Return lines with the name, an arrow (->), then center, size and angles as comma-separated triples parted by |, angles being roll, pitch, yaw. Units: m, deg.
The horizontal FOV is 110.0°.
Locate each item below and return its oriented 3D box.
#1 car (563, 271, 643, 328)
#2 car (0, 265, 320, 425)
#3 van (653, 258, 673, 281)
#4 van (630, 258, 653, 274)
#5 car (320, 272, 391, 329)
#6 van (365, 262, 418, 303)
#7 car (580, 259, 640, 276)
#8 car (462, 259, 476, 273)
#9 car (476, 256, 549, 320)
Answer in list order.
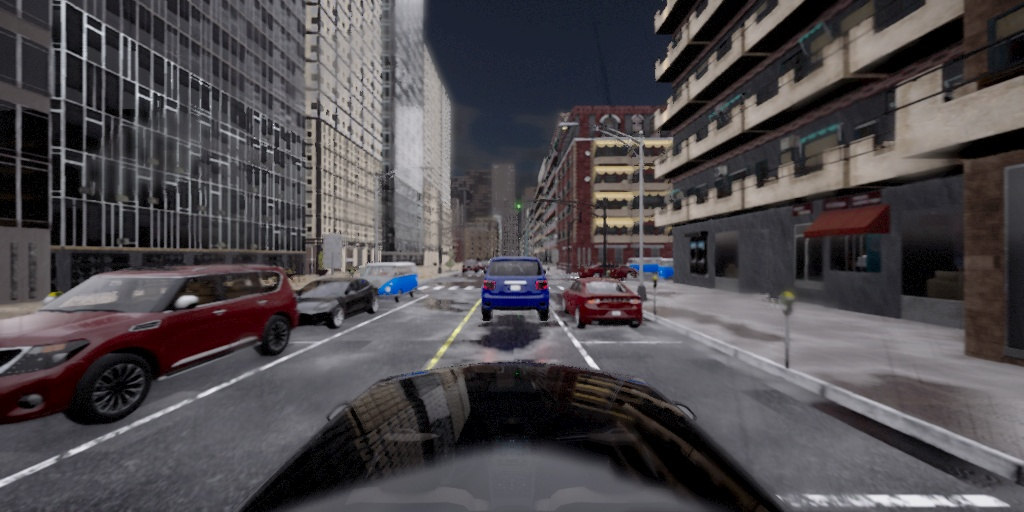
car -> 2.693, 1.355, 11.467 | 1.888, 1.381, 4.507 | 0, 0, 0
car -> -5.690, 1.090, 5.950 | 2.192, 1.841, 5.009 | 0, 0, 0
van -> 13.756, 1.070, 28.567 | 3.998, 1.789, 1.690 | 0, 0, 0
van -> 13.739, 1.084, 36.948 | 3.998, 1.789, 1.690 | 0, 0, 0
car -> -5.687, 1.375, 11.473 | 1.948, 1.339, 4.313 | 0, 0, 0
van -> -5.684, 1.185, 16.996 | 1.690, 1.789, 3.998 | 0, 0, 0
car -> 8.318, 1.300, 31.016 | 5.008, 1.535, 1.882 | -1, -1, -11
car -> -5.666, 1.376, 49.385 | 2.192, 1.841, 5.009 | 0, 0, 0
car -> 0.103, 1.042, 13.181 | 2.150, 2.045, 5.566 | 0, 0, 0
